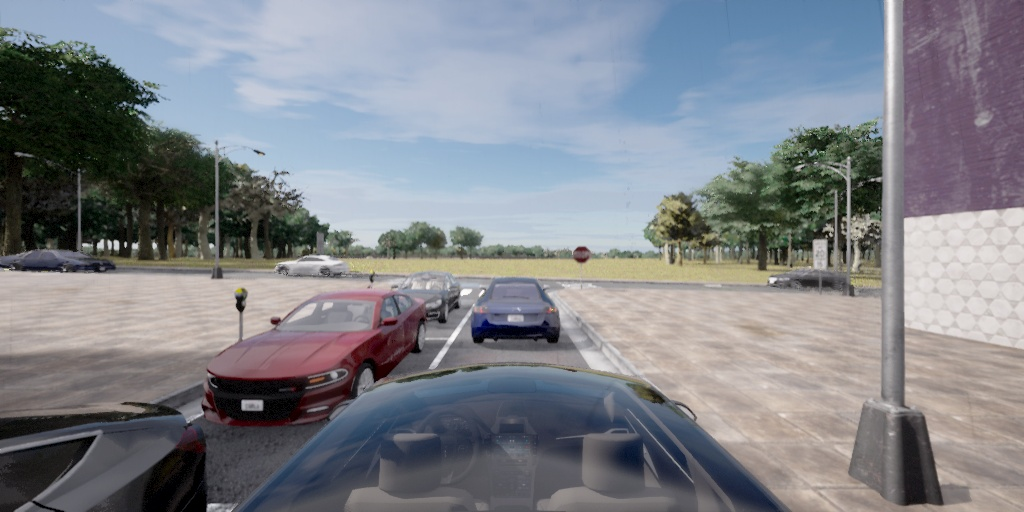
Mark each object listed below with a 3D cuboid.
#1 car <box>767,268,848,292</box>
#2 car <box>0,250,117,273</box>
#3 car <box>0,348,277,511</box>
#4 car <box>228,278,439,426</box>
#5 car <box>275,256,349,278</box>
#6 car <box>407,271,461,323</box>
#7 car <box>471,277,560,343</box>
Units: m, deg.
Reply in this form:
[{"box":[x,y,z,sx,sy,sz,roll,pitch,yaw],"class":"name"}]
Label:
[{"box":[20.500,1.612,24.881,4.902,1.511,2.128,2,0,0],"class":"car"},{"box":[-27.603,0.338,21.834,5.357,1.411,2.033,1,0,0],"class":"car"},{"box":[-2.634,1.331,0.351,1.948,1.339,4.313,0,0,0],"class":"car"},{"box":[-2.646,1.248,5.891,1.888,1.381,4.507,0,0,0],"class":"car"},{"box":[-13.729,0.684,24.785,4.674,1.442,1.812,2,0,1],"class":"car"},{"box":[-2.659,1.190,11.433,2.007,1.370,4.403,0,0,0],"class":"car"},{"box":[0.075,1.227,9.366,1.994,1.385,4.181,0,1,0],"class":"car"}]
